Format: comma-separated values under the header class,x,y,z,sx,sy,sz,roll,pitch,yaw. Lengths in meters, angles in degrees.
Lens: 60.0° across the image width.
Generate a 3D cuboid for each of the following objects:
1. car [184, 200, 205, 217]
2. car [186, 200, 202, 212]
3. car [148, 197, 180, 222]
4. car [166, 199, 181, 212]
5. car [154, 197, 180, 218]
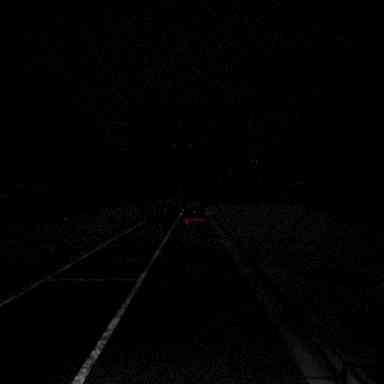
class,x,y,z,sx,sy,sz,roll,pitch,yaw
car,0.230,1.645,32.897,1.882,1.535,5.008,0,0,0
car,0.232,1.791,43.496,1.994,1.385,4.181,0,0,1
car,-2.482,1.456,28.124,2.192,1.841,5.009,1,0,0
car,-2.407,1.758,44.549,1.752,1.417,4.829,1,0,0
car,-2.455,1.487,33.656,2.192,1.841,5.009,1,0,0
